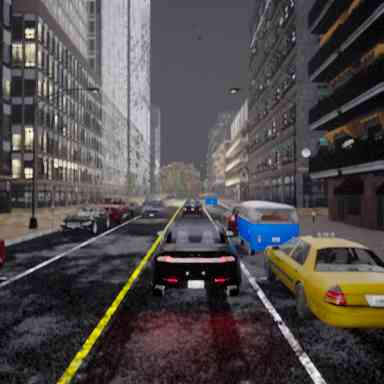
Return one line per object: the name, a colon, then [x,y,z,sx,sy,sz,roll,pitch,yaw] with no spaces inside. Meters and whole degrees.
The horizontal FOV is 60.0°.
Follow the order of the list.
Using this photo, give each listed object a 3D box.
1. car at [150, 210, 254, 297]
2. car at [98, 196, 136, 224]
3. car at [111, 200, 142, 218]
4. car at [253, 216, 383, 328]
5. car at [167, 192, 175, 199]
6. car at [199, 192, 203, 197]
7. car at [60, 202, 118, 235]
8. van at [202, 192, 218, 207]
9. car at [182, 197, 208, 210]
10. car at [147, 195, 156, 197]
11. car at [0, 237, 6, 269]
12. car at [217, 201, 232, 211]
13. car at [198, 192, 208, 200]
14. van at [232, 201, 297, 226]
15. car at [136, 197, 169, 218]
car: [0.087,1.447,8.438,2.128,1.511,4.902,0,0,0]
car: [-5.698,1.191,23.797,2.192,1.841,5.009,1,0,0]
car: [-5.708,1.412,29.455,1.947,1.339,4.313,1,0,0]
car: [2.695,1.488,7.011,1.752,1.417,4.829,1,0,0]
car: [-5.773,0.842,91.684,2.192,1.841,5.009,1,0,0]
car: [2.633,1.193,69.070,2.008,1.369,4.403,1,0,0]
car: [-5.697,1.456,18.141,2.008,1.369,4.403,1,0,0]
van: [2.659,1.100,46.441,1.690,1.788,3.998,1,0,0]
car: [0.067,1.396,28.954,2.033,1.411,5.357,0,0,0]
car: [-5.723,1.199,46.427,1.967,1.590,4.097,1,0,0]
car: [-5.685,1.508,6.827,1.887,1.381,4.507,1,0,0]
car: [2.685,1.345,18.155,1.967,1.590,4.097,1,0,0]
car: [2.626,0.899,80.385,2.192,1.841,5.009,1,0,0]
van: [2.692,1.275,12.497,1.690,1.788,3.998,1,0,0]
car: [-3.121,1.399,28.458,2.033,1.411,5.357,0,0,0]
